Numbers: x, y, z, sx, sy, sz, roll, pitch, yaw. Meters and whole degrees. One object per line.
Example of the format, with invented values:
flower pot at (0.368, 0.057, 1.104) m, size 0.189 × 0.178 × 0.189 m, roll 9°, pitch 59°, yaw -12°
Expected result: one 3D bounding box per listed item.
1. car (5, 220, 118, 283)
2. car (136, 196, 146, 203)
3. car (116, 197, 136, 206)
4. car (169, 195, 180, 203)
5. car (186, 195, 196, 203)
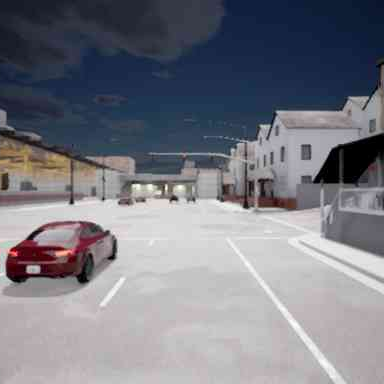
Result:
car at (-3.445, 1.527, 9.538) m, size 1.812 × 1.442 × 4.674 m, roll 0°, pitch 0°, yaw 0°
car at (-10.675, 1.531, 69.213) m, size 1.812 × 1.442 × 4.674 m, roll 0°, pitch 0°, yaw 0°
car at (-10.694, 1.531, 53.543) m, size 1.812 × 1.442 × 4.674 m, roll 0°, pitch 0°, yaw 0°
car at (-3.674, 1.408, 68.831) m, size 1.837 × 1.490 × 4.892 m, roll 0°, pitch 0°, yaw 0°
car at (-0.174, 1.431, 68.839) m, size 2.128 × 1.511 × 4.902 m, roll 0°, pitch 0°, yaw 0°
